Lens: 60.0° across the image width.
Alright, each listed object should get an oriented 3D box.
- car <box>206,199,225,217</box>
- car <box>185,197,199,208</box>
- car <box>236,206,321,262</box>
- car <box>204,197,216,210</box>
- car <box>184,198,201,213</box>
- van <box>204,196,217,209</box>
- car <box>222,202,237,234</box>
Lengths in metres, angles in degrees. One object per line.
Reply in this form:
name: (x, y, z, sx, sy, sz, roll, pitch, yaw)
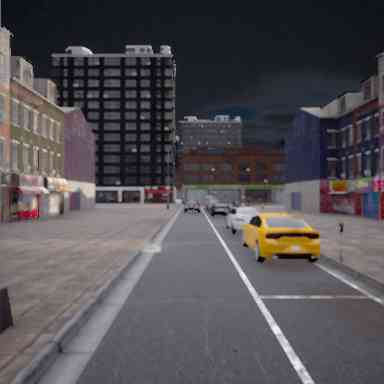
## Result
car: (2.643, 1.620, 31.786, 1.947, 1.339, 4.313, 0, 0, 0)
car: (-0.019, 1.618, 50.773, 2.128, 1.511, 4.902, 0, 0, -1)
car: (3.015, 1.487, 12.180, 1.882, 1.535, 5.008, 0, 0, 0)
car: (2.643, 1.600, 37.430, 1.752, 1.417, 4.829, 0, 0, 0)
car: (0.050, 1.628, 39.031, 2.033, 1.411, 5.357, 0, 0, 3)
van: (2.644, 1.457, 48.209, 1.690, 1.788, 3.998, 0, 0, 0)
car: (3.024, 1.547, 19.180, 1.812, 1.442, 4.674, 0, 0, 0)
